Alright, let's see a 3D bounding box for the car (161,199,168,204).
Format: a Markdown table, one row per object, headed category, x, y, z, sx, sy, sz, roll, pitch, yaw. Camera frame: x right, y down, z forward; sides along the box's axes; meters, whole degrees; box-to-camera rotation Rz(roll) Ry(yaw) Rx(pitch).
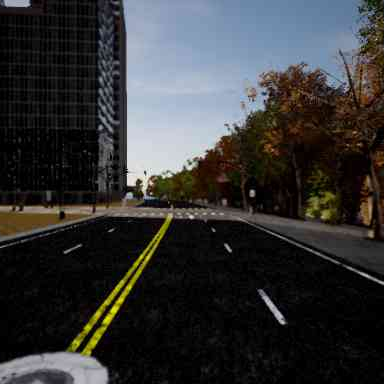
| category | x | y | z | sx | sy | sz | roll | pitch | yaw |
| --- | --- | --- | --- | --- | --- | --- | --- | --- | --- |
| car | -7.410 | 2.406 | 88.370 | 1.895 | 1.301 | 4.718 | 0 | -1 | -5 |
